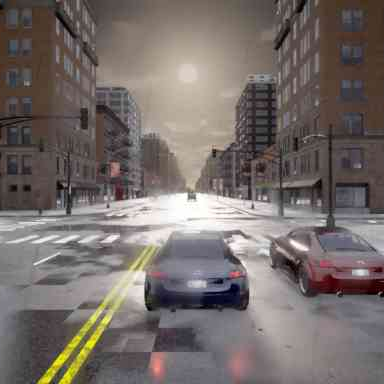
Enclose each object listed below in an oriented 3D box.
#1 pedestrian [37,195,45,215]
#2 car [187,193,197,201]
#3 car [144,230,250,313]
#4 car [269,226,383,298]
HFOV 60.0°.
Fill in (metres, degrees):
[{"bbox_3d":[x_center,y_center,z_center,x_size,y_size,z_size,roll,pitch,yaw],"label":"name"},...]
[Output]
[{"bbox_3d":[-14.152,1.170,31.080,0.375,1.860,0.375,0,0,0],"label":"pedestrian"},{"bbox_3d":[-0.026,1.212,80.278,2.150,2.045,5.566,0,0,0],"label":"car"},{"bbox_3d":[0.085,1.564,7.762,1.994,1.385,4.181,0,0,0],"label":"car"},{"bbox_3d":[3.335,1.564,8.581,1.994,1.385,4.181,0,0,0],"label":"car"}]
